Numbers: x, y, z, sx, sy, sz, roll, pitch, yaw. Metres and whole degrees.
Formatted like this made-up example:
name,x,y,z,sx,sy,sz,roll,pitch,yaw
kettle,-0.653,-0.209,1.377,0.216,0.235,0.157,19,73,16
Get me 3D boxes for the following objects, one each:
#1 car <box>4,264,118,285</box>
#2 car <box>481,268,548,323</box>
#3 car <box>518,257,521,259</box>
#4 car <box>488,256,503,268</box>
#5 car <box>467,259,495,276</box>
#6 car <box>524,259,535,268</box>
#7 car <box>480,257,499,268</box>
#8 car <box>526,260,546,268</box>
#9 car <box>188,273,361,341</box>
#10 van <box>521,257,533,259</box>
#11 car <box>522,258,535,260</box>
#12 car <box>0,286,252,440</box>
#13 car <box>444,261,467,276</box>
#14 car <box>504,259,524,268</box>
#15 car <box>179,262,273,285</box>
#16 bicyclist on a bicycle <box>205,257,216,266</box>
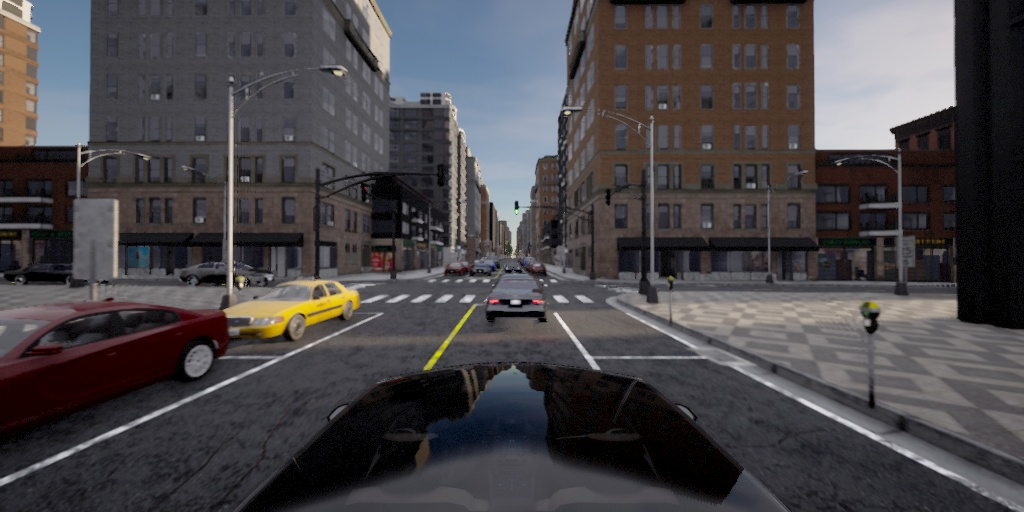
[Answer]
name,x,y,z,sx,sy,sz,roll,pitch,yaw
car,-26.661,1.100,21.326,4.718,1.301,1.895,1,-1,0
car,0.248,1.295,12.207,2.033,1.411,5.357,0,0,3
car,2.660,1.054,59.793,2.192,1.841,5.009,0,0,0
car,-3.044,0.961,57.159,2.150,2.045,5.566,0,0,0
car,-3.112,1.306,36.429,1.994,1.385,4.181,0,0,-1
car,2.662,1.322,42.773,1.802,1.307,4.207,0,0,0
car,-3.097,1.218,46.462,1.882,1.535,5.008,0,0,0
car,2.663,1.323,37.099,1.802,1.307,4.207,0,0,0
car,-5.858,1.273,9.918,1.751,1.417,4.829,0,0,0
van,2.661,1.080,54.120,1.690,1.789,3.998,0,0,0
car,2.661,1.322,48.446,1.802,1.307,4.207,0,0,0
car,-5.857,1.294,4.463,1.888,1.381,4.507,0,0,0
car,-5.863,1.286,37.107,1.888,1.381,4.507,0,0,0
car,0.095,1.342,40.113,1.895,1.301,4.718,0,0,0
car,-16.763,1.081,21.267,4.902,1.511,2.128,1,-1,1
bicyclist on a bicycle,-23.016,0.894,27.545,0.582,1.620,1.656,0,0,0
